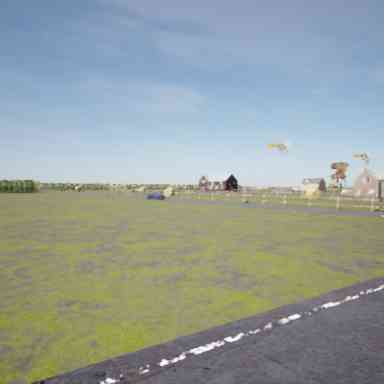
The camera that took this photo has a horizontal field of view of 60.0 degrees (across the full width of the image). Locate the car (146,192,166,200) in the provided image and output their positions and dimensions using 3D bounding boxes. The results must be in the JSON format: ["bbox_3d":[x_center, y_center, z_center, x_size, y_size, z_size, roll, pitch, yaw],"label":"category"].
[{"bbox_3d":[-6.353,0.678,58.730,1.994,1.385,4.181,1,1,-36],"label":"car"}]
